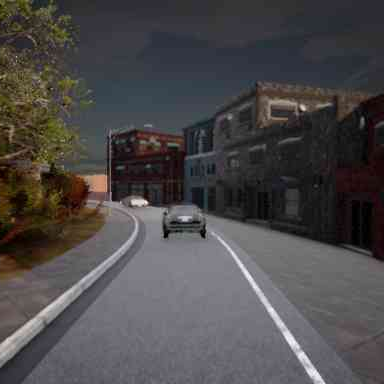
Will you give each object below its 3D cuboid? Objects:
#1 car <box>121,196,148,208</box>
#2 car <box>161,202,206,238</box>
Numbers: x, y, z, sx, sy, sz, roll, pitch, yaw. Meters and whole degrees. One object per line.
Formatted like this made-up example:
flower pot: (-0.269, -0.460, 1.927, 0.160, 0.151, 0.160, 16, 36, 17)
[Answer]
car: (-6.693, 1.102, 38.098, 1.895, 1.301, 4.718, 0, 2, -26)
car: (-0.536, 1.304, 17.783, 2.097, 1.767, 4.553, 0, 1, -6)
